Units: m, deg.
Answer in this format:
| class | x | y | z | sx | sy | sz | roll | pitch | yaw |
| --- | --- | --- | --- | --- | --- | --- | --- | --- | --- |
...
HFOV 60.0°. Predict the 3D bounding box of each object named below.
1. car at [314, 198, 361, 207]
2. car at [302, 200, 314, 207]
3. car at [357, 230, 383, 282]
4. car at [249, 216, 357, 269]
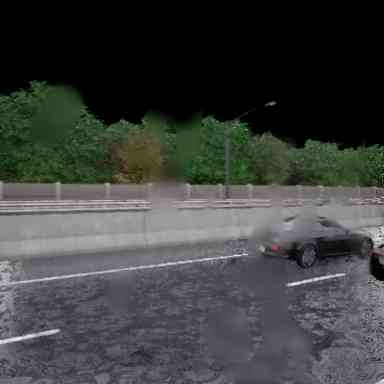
| class | x | y | z | sx | sy | sz | roll | pitch | yaw |
| --- | --- | --- | --- | --- | --- | --- | --- | --- | --- |
| car | 15.421 | 1.498 | 34.317 | 4.902 | 1.511 | 2.128 | 0 | 0 | -31 |
| car | 14.701 | 1.502 | 37.955 | 4.892 | 1.490 | 1.837 | 1 | 0 | -31 |
| car | 6.457 | 1.574 | 8.446 | 4.181 | 1.385 | 1.994 | 0 | 0 | -31 |
| car | 4.021 | 1.521 | 11.067 | 4.674 | 1.442 | 1.812 | 0 | 0 | -31 |
